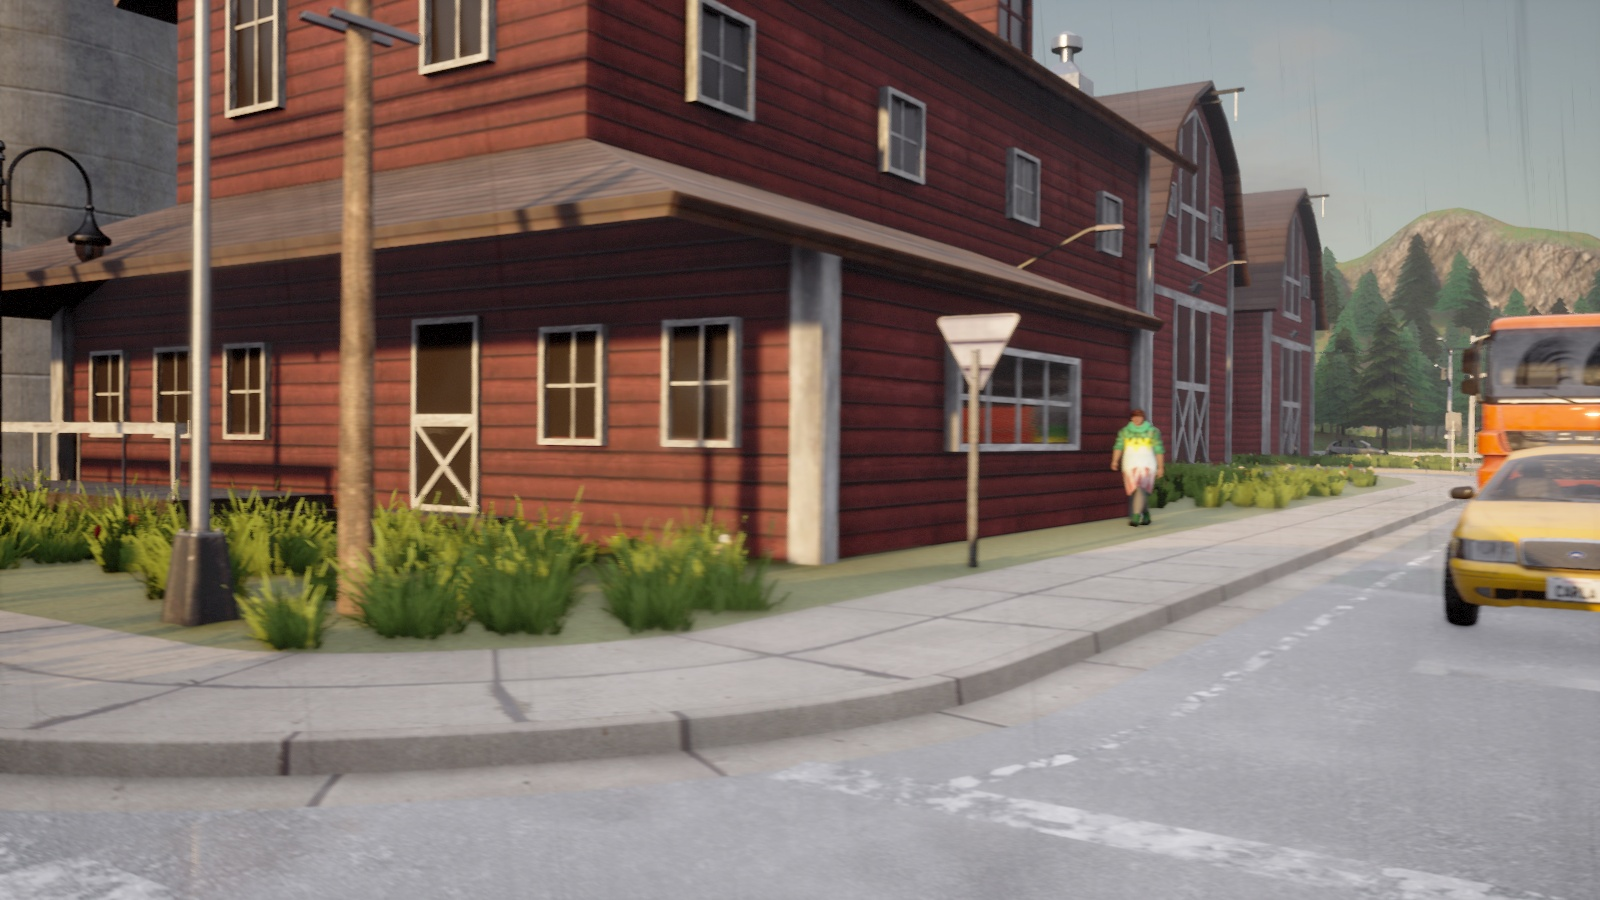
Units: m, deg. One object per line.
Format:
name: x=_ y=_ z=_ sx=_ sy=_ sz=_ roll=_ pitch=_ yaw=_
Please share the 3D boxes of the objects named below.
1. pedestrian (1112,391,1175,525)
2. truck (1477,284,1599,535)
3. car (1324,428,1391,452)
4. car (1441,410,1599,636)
pedestrian: x=5.149 y=0.116 z=18.819 sx=0.659 sy=1.952 sz=0.873 roll=0 pitch=1 yaw=33
truck: x=13.150 y=-0.615 z=20.712 sx=2.891 sy=3.462 sz=7.936 roll=0 pitch=1 yaw=33
car: x=38.415 y=-0.681 z=86.544 sx=3.988 sy=1.617 sz=1.851 roll=0 pitch=1 yaw=34
car: x=6.934 y=0.469 z=11.033 sx=1.801 sy=1.575 sz=5.366 roll=0 pitch=1 yaw=33
